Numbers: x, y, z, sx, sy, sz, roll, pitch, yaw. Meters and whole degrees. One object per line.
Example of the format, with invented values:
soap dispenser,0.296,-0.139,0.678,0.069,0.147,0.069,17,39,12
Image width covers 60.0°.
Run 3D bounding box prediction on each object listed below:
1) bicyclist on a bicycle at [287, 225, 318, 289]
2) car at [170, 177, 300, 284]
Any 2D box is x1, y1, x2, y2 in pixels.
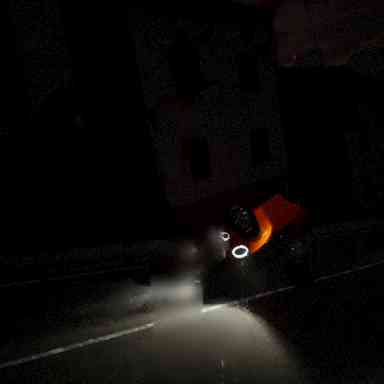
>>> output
bicyclist on a bicycle,2.671,1.727,7.868,0.582,1.656,1.620,-2,14,37
car,1.541,1.260,8.937,2.097,1.767,4.553,-41,-11,34
